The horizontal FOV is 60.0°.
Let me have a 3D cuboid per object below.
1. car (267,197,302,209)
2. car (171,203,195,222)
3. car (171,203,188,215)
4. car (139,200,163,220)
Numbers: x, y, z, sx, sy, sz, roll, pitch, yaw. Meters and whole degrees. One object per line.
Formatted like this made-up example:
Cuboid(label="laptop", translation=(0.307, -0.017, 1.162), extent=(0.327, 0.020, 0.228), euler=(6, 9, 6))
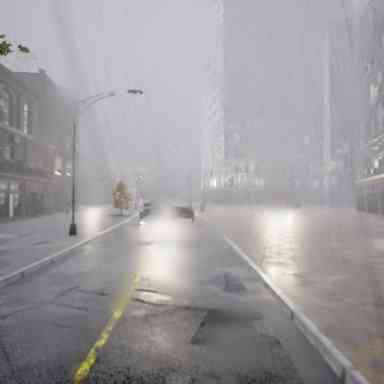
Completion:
Cuboid(label="car", translation=(13.946, 1.701, 50.426), extent=(5.009, 1.841, 2.192), euler=(0, -2, 15))
Cuboid(label="car", translation=(-0.817, 1.777, 29.689), extent=(1.882, 1.535, 5.008), euler=(0, -1, -3))
Cuboid(label="car", translation=(-1.555, 2.007, 40.297), extent=(1.895, 1.301, 4.718), euler=(0, -1, -4))
Cuboid(label="car", translation=(-3.897, 1.673, 32.139), extent=(2.097, 1.767, 4.553), euler=(0, -1, -4))
